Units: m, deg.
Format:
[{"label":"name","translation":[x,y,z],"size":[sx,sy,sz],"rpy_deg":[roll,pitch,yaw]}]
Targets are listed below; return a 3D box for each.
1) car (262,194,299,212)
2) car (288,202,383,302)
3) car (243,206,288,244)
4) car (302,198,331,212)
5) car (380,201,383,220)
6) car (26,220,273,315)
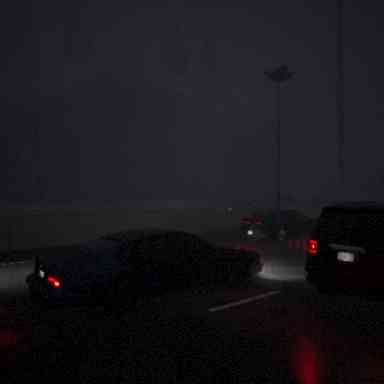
[{"label":"car","translation":[11.294,1.315,42.278],"size":[2.150,2.045,5.566],"rpy_deg":[0,0,43]},{"label":"car","translation":[4.831,1.241,7.546],"size":[5.566,2.045,2.150],"rpy_deg":[0,0,-38]},{"label":"car","translation":[4.441,1.542,16.271],"size":[4.892,1.490,1.837],"rpy_deg":[0,0,-40]},{"label":"car","translation":[15.796,1.603,42.053],"size":[1.837,1.490,4.892],"rpy_deg":[0,0,42]},{"label":"car","translation":[18.144,1.552,28.931],"size":[1.882,1.535,5.008],"rpy_deg":[0,0,45]},{"label":"car","translation":[-0.767,1.562,7.633],"size":[5.357,1.411,2.033],"rpy_deg":[0,0,-37]}]
